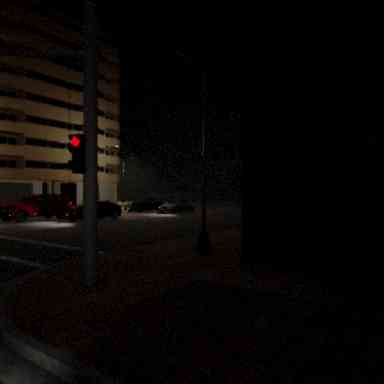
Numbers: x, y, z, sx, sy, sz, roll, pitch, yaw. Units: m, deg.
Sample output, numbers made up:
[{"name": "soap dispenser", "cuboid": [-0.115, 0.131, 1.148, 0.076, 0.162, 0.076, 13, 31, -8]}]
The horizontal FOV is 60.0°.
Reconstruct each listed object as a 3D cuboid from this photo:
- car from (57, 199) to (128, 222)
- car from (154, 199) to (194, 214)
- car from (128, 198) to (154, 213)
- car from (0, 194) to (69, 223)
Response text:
[{"name": "car", "cuboid": [-7.687, 1.466, 26.126, 1.837, 1.490, 4.892, 0, 0, 35]}, {"name": "car", "cuboid": [-1.528, 1.487, 34.903, 1.812, 1.442, 4.674, 0, 0, 35]}, {"name": "car", "cuboid": [-5.108, 1.447, 35.903, 2.128, 1.511, 4.902, 0, 0, 35]}, {"name": "car", "cuboid": [-12.091, 1.176, 25.930, 2.150, 2.045, 5.566, 0, 0, 35]}]
